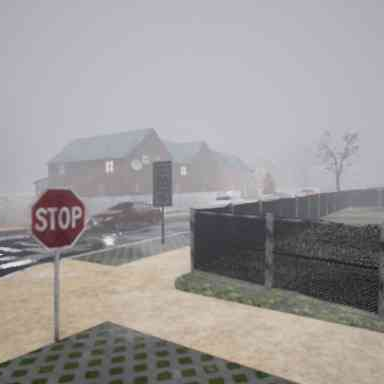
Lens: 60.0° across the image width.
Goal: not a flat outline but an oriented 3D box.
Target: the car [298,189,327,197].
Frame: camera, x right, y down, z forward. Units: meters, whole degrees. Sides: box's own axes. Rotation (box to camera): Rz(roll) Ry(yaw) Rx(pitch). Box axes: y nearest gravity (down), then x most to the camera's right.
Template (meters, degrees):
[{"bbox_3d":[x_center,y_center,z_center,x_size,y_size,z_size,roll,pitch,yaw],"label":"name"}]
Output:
[{"bbox_3d":[14.846,0.397,41.495,2.097,1.767,4.553,-1,1,34],"label":"car"}]

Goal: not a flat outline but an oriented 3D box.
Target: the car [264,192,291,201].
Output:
[{"bbox_3d":[10.394,0.697,39.946,2.033,1.411,5.357,-1,1,34],"label":"car"}]

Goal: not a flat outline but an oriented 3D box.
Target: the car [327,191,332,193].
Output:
[{"bbox_3d":[20.268,0.431,49.819,1.895,1.301,4.718,-1,1,33],"label":"car"}]

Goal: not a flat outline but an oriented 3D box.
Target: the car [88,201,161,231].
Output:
[{"bbox_3d":[-3.611,1.264,18.751,1.812,1.442,4.674,-1,1,33],"label":"car"}]

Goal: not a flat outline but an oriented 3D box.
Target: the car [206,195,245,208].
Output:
[{"bbox_3d":[3.007,0.980,28.793,1.812,1.442,4.674,-1,1,34],"label":"car"}]
